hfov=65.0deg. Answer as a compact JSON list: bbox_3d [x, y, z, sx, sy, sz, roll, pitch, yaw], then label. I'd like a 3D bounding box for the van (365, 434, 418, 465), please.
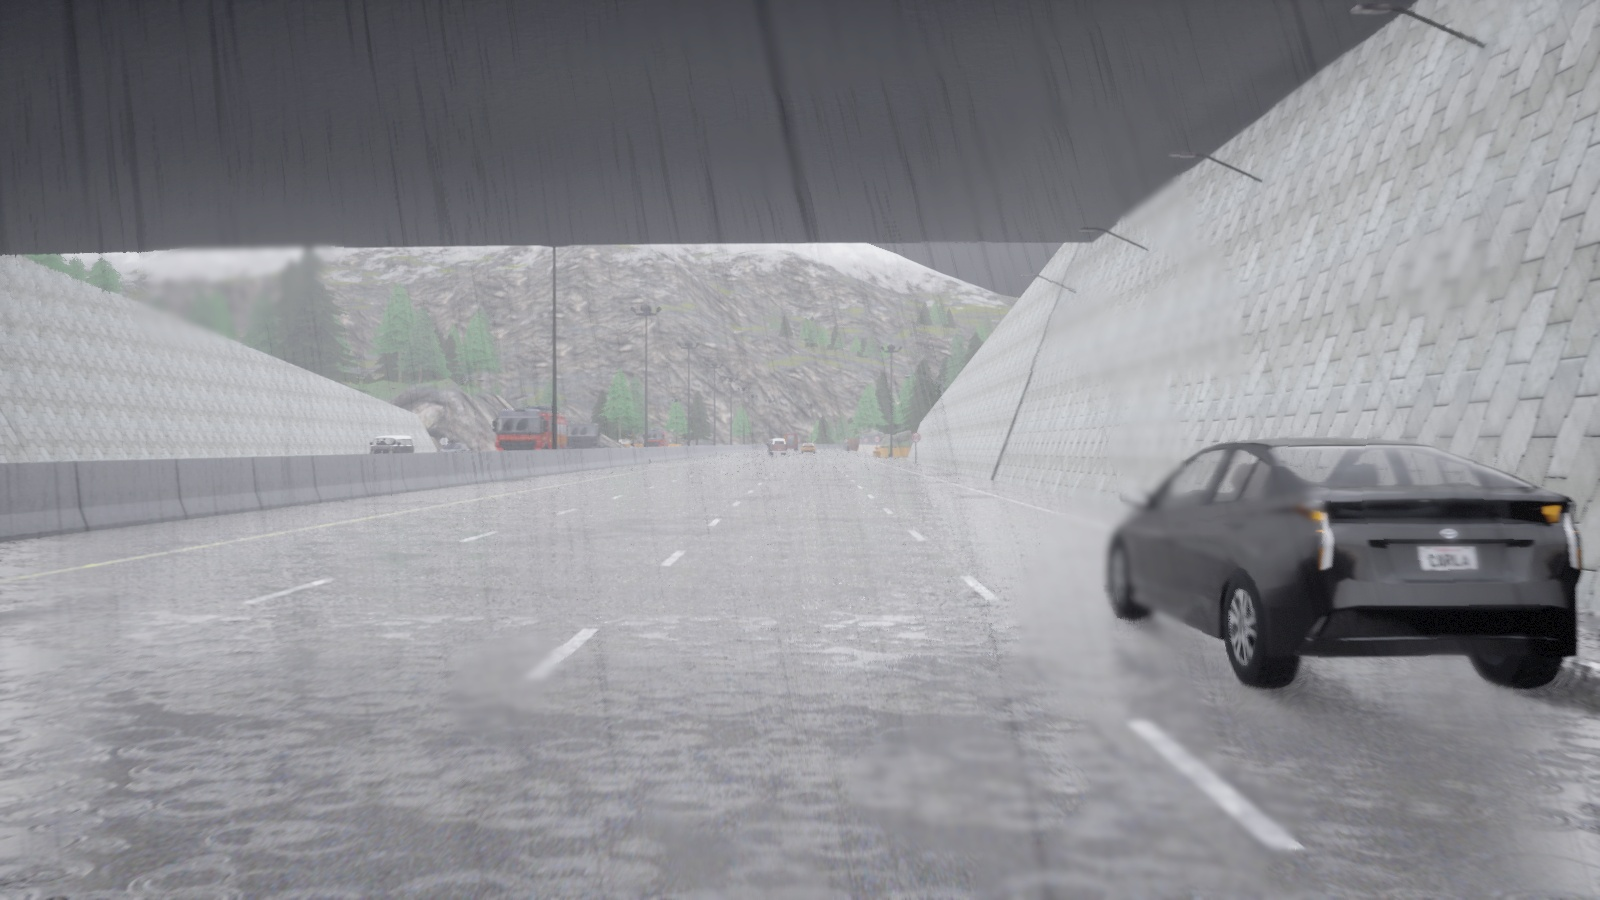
[{"bbox_3d":[-27.444,-0.028,84.500,2.069,2.038,4.480,0,0,0],"label":"van"}]

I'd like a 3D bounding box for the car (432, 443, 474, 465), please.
[{"bbox_3d":[-23.929,0.252,86.744,1.845,1.501,3.633,0,0,0],"label":"car"}]

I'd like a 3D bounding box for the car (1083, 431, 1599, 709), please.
[{"bbox_3d":[3.567,0.645,9.148,2.007,1.525,4.514,0,0,0],"label":"car"}]

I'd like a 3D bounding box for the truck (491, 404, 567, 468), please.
[{"bbox_3d":[-16.979,-0.879,79.324,2.891,3.827,8.468,0,0,0],"label":"truck"}]
